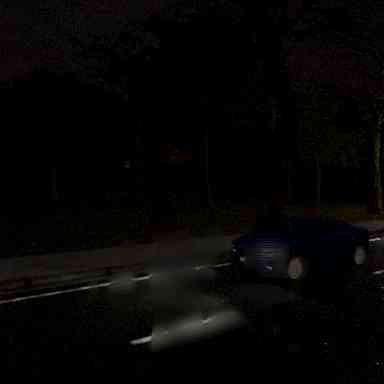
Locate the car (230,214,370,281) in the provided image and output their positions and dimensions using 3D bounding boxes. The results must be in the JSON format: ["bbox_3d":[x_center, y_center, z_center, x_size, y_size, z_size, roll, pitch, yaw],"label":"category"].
[{"bbox_3d":[3.369,1.473,10.016,5.008,1.535,1.882,0,0,-35],"label":"car"}]
